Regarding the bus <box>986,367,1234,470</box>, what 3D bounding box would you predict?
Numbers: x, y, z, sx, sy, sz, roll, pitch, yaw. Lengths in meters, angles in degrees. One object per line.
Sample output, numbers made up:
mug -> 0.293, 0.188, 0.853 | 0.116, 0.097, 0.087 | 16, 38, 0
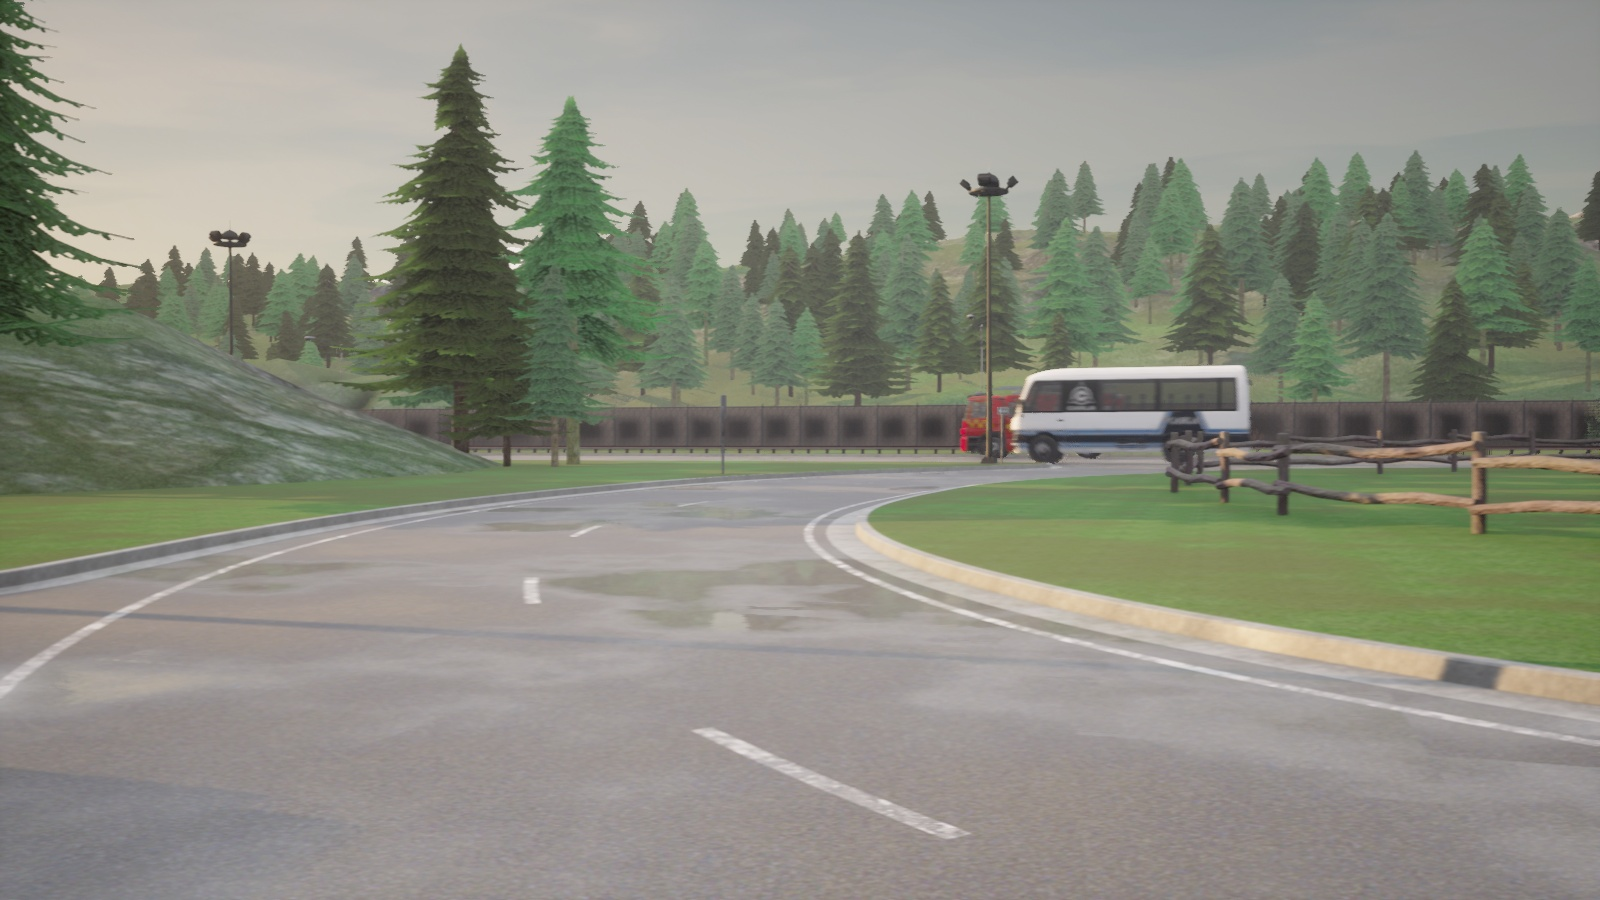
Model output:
bus -> 13.674, -1.386, 55.393 | 10.273, 4.253, 3.944 | 1, 1, 18

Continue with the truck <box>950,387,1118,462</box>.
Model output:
truck -> 12.461, -1.362, 66.865 | 8.468, 3.827, 2.891 | 1, 1, 18
